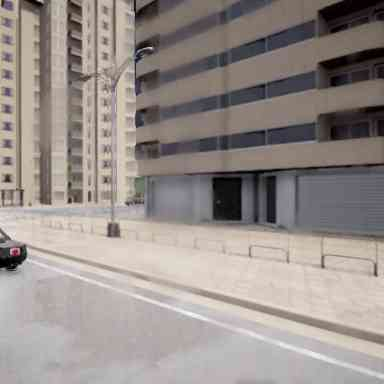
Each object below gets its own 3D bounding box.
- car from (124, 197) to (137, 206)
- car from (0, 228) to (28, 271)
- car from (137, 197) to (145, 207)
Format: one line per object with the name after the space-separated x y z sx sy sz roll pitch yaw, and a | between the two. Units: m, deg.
-9.335 1.660 56.798 1.837 1.490 4.892 0 0 42 | car
-6.775 1.628 9.957 4.718 1.301 1.895 0 0 43 | car
-5.888 1.369 55.395 2.150 2.045 5.566 0 0 42 | car
